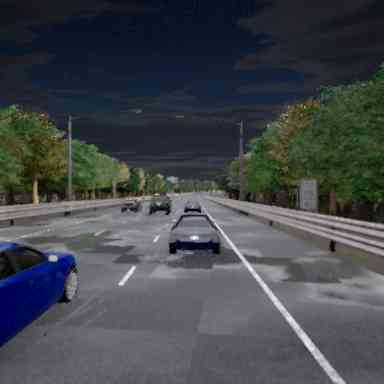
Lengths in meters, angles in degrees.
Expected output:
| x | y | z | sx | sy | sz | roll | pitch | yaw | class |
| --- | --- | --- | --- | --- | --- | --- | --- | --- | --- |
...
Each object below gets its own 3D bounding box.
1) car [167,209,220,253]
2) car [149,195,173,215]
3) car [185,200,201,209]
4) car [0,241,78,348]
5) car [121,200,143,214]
| x | y | z | sx | sy | sz | roll | pitch | yaw | class |
| --- | --- | --- | --- | --- | --- | --- | --- | --- | --- |
| 0.096 | 1.623 | 13.975 | 1.994 | 1.385 | 4.181 | 0 | 0 | 0 | car |
| -3.411 | 1.377 | 36.895 | 2.150 | 2.045 | 5.566 | 0 | 0 | 0 | car |
| 0.089 | 1.739 | 41.687 | 1.994 | 1.385 | 4.181 | 0 | 0 | 0 | car |
| -3.404 | 1.500 | 5.255 | 1.882 | 1.535 | 5.008 | 0 | 0 | 0 | car |
| -6.910 | 1.668 | 38.545 | 1.837 | 1.490 | 4.892 | 0 | 0 | 0 | car |
